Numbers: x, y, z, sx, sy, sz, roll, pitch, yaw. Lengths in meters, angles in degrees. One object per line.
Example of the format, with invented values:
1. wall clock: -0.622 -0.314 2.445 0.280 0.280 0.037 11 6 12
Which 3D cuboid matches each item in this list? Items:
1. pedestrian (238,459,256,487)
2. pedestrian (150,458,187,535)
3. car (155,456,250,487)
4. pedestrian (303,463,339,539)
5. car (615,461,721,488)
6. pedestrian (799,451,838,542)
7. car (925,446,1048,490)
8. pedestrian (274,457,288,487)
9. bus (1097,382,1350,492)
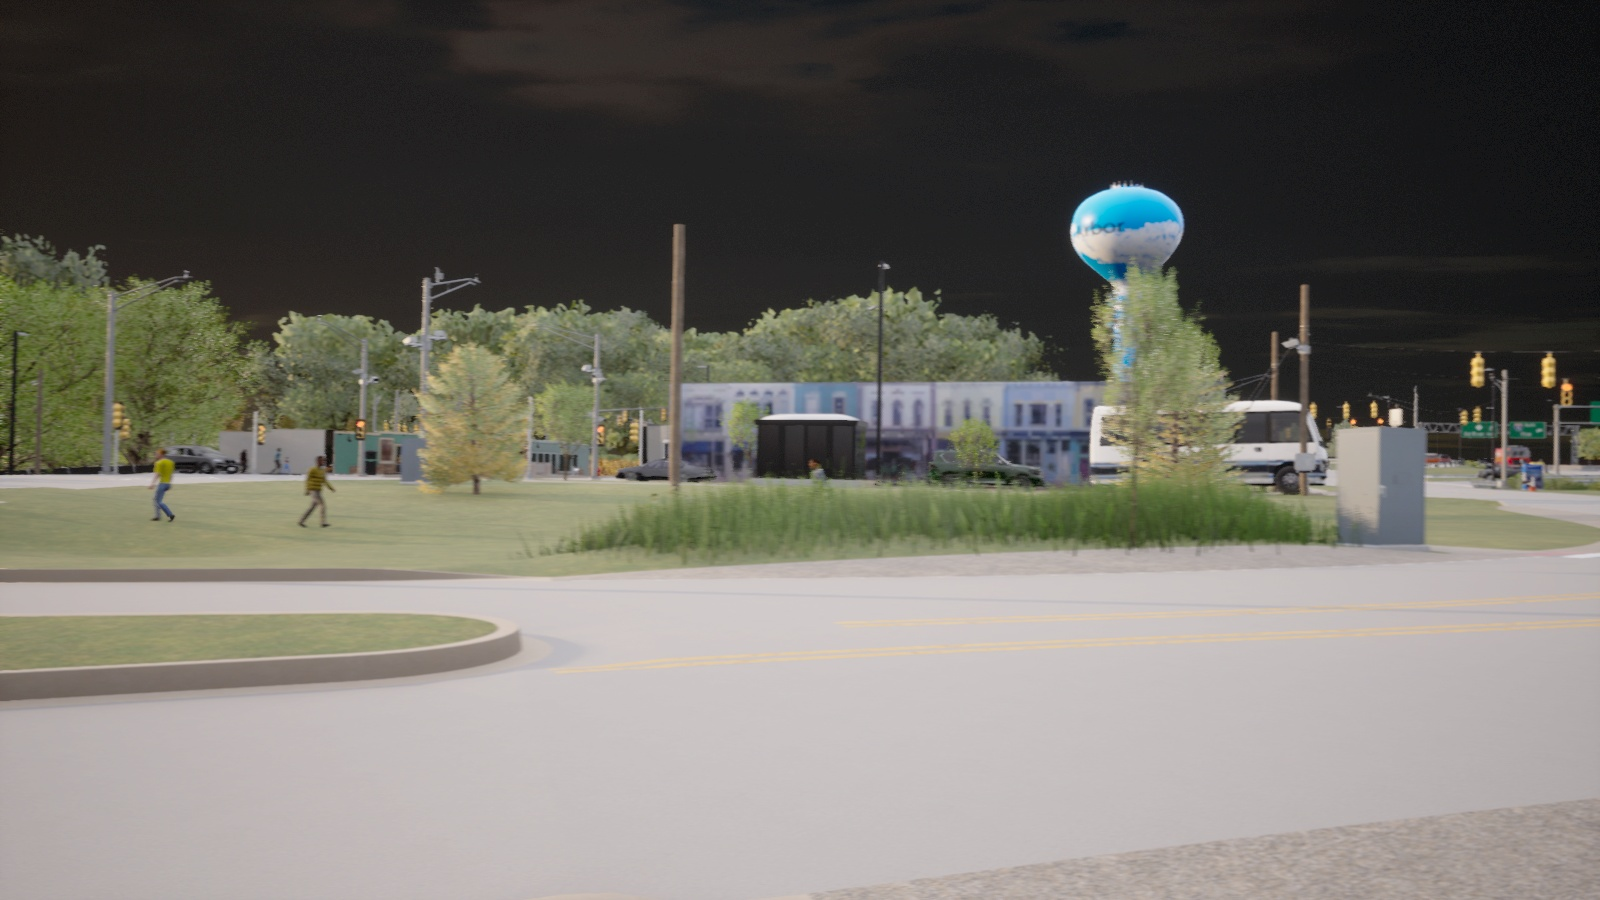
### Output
1. pedestrian: -36.322 1.529 82.472 0.899 1.844 0.634 -1 -2 19
2. pedestrian: -15.212 1.114 30.241 0.706 1.836 0.354 0 -1 8
3. car: -34.399 1.261 72.336 4.611 1.667 2.242 -2 -2 17
4. pedestrian: -11.776 1.247 30.869 0.709 1.840 0.431 0 -1 12
5. car: -7.173 1.323 68.401 5.357 1.411 2.033 0 -1 16
6. pedestrian: 0.399 1.004 27.249 0.788 1.949 0.423 0 -1 8
7. car: 8.912 0.859 59.892 5.566 2.045 2.150 0 -1 16
8. pedestrian: -33.747 1.411 81.665 0.692 1.930 0.396 -1 -2 16
9. bus: 18.919 -0.421 56.339 10.273 4.253 3.944 -2 -4 22
